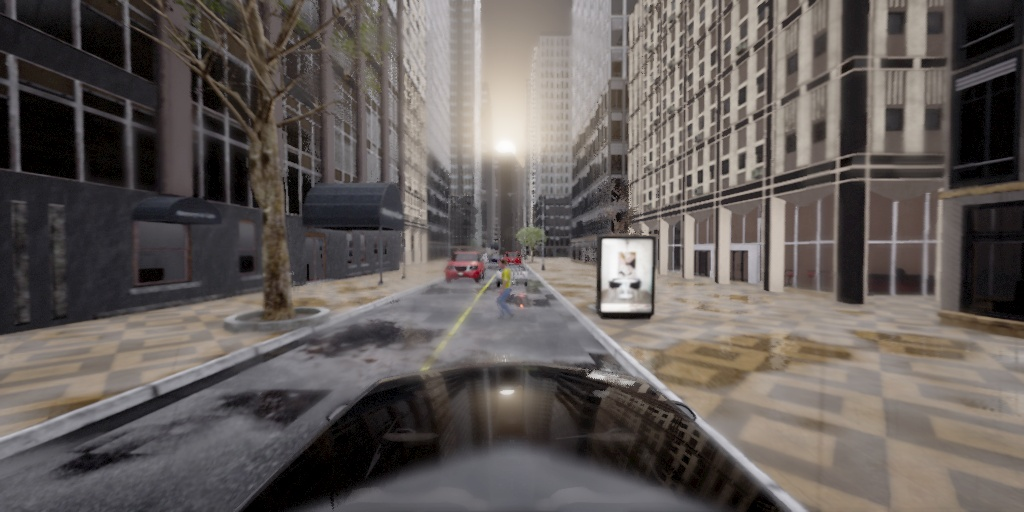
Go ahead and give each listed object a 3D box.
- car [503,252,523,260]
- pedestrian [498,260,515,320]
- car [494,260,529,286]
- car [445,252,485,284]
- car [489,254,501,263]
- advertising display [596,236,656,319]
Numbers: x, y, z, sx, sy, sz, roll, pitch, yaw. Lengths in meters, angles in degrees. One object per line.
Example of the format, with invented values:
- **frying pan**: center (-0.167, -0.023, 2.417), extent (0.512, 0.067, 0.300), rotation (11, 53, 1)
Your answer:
- **car**: center (0.101, 0.506, 42.313), extent (2.150, 2.045, 5.566), rotation (0, 1, 0)
- **pedestrian**: center (-0.134, 0.939, 10.560), extent (0.375, 1.860, 0.375), rotation (-1, 1, -1)
- **car**: center (0.036, 1.109, 22.337), extent (1.895, 1.301, 4.718), rotation (0, 1, 1)
- **car**: center (-3.075, 0.708, 24.451), extent (2.150, 2.045, 5.566), rotation (0, 0, 0)
- **car**: center (-3.008, 0.392, 64.834), extent (2.097, 1.767, 4.553), rotation (0, 1, 1)
- **advertising display**: center (3.138, 0.676, 9.991), extent (1.540, 2.440, 0.280), rotation (0, 0, 0)
